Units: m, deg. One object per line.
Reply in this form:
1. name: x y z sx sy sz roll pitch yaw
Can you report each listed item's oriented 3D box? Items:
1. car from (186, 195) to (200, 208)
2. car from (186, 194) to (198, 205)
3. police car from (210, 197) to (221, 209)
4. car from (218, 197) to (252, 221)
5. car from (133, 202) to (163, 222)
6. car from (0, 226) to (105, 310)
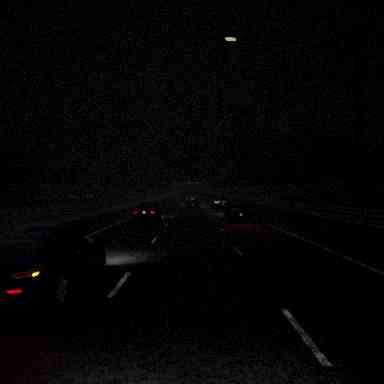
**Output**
1. car: 0.103 1.415 45.476 2.128 1.511 4.902 0 0 0
2. car: 0.004 1.244 57.567 2.097 1.767 4.553 0 0 0
3. police car: 3.543 1.428 44.631 2.038 1.542 4.974 0 0 1
4. car: 3.591 1.456 26.670 2.128 1.511 4.902 0 0 0
5. car: -3.398 1.513 26.113 2.033 1.411 5.357 0 0 0
6. car: -3.399 1.518 7.658 1.812 1.442 4.674 0 0 0
